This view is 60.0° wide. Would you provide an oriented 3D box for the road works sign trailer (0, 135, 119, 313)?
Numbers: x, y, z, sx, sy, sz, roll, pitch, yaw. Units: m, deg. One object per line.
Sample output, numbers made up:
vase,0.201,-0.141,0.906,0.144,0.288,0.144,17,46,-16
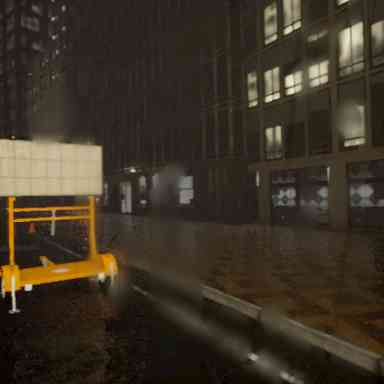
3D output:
road works sign trailer,-3.381,0.514,8.074,2.380,3.560,2.880,-1,0,-35
